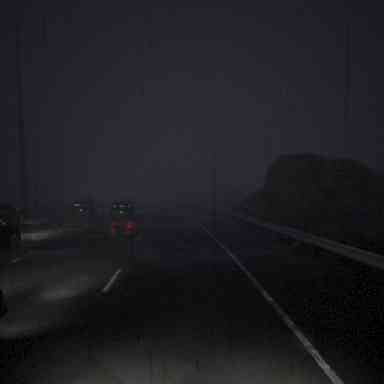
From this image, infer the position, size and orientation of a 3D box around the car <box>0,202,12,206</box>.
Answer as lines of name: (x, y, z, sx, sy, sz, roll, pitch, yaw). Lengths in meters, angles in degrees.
car: (-11.702, 1.372, 19.872, 1.837, 1.490, 4.892, 0, 0, -6)

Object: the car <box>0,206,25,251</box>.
car: (-7.369, 1.420, 10.782, 2.128, 1.511, 4.902, 0, 0, -3)

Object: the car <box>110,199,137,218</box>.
car: (-5.672, 1.294, 27.527, 2.128, 1.511, 4.902, 0, 0, -9)

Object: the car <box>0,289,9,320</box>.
car: (-3.505, 1.585, 2.603, 1.895, 1.301, 4.718, 0, 0, -1)

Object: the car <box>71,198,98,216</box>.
car: (-9.594, 1.282, 29.906, 2.128, 1.511, 4.902, 0, 0, -9)
